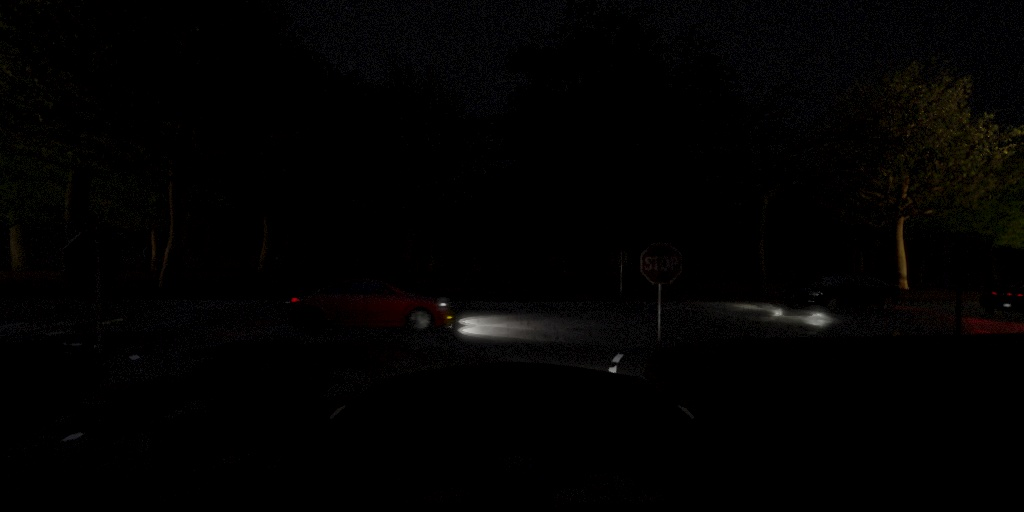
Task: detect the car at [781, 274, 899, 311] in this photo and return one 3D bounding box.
[{"bbox_3d":[14.831,1.569,16.277,5.008,1.535,1.882,1,1,-11],"label":"car"}]

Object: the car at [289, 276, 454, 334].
[{"bbox_3d":[-3.723,1.269,9.997,4.181,1.385,1.994,1,1,-8],"label":"car"}]

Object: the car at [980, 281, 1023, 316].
[{"bbox_3d":[21.710,1.790,14.505,4.902,1.511,2.128,2,1,-12],"label":"car"}]
